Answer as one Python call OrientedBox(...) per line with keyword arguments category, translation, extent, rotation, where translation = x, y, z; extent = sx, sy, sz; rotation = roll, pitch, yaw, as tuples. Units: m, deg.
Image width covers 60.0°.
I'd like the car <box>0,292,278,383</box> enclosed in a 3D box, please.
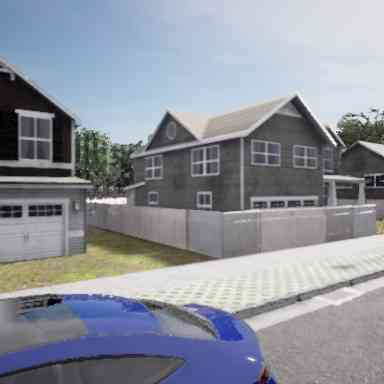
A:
OrientedBox(category="car", translation=(-1.434, 1.526, 2.052), extent=(4.674, 1.442, 1.812), rotation=(0, 0, -36))
